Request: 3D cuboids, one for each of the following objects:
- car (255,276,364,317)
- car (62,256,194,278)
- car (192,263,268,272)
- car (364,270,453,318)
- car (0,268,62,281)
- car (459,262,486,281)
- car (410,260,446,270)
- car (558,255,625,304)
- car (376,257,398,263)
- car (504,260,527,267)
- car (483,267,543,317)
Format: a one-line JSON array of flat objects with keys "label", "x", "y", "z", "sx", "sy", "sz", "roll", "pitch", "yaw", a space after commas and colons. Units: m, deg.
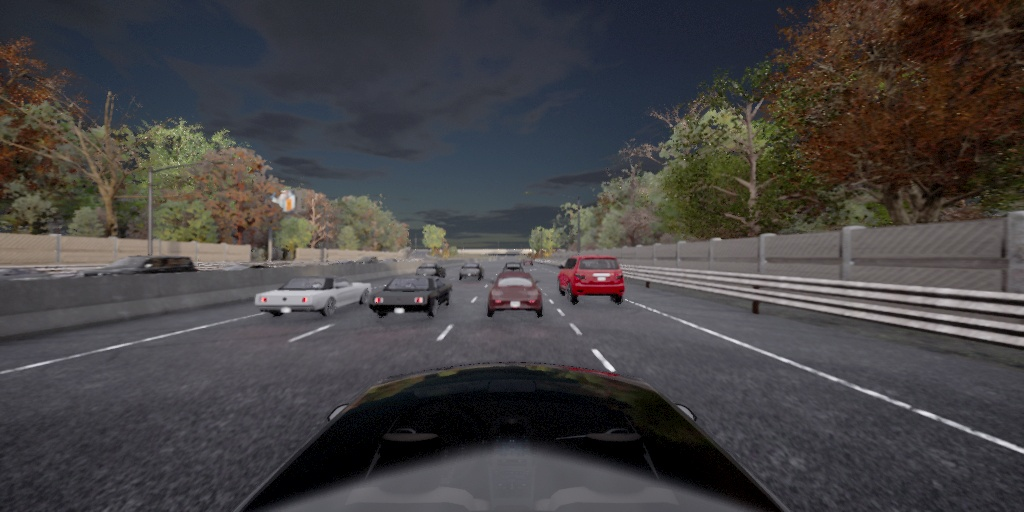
[{"label": "car", "x": -6.899, "y": 1.371, "z": 13.177, "sx": 1.895, "sy": 1.301, "sz": 4.718, "roll": 0, "pitch": 0, "yaw": 0}, {"label": "car", "x": -21.096, "y": 1.005, "z": 20.560, "sx": 2.150, "sy": 2.045, "sz": 5.566, "roll": 0, "pitch": 0, "yaw": 0}, {"label": "car", "x": -17.596, "y": 1.295, "z": 23.332, "sx": 1.837, "sy": 1.490, "sz": 4.892, "roll": 0, "pitch": 0, "yaw": 0}, {"label": "car", "x": -3.398, "y": 1.371, "z": 13.063, "sx": 1.895, "sy": 1.301, "sz": 4.718, "roll": 0, "pitch": 0, "yaw": 0}, {"label": "car", "x": -24.597, "y": 1.385, "z": 20.267, "sx": 1.895, "sy": 1.301, "sz": 4.718, "roll": 0, "pitch": 0, "yaw": 0}, {"label": "car", "x": -3.396, "y": 1.296, "z": 30.918, "sx": 2.128, "sy": 1.511, "sz": 4.902, "roll": 0, "pitch": 0, "yaw": 0}, {"label": "car", "x": -6.895, "y": 1.296, "z": 30.924, "sx": 2.128, "sy": 1.511, "sz": 4.902, "roll": 0, "pitch": 0, "yaw": 0}, {"label": "car", "x": 3.502, "y": 0.993, "z": 16.700, "sx": 2.150, "sy": 2.045, "sz": 5.566, "roll": 0, "pitch": 0, "yaw": 0}, {"label": "car", "x": -21.014, "y": 1.229, "z": 61.507, "sx": 2.097, "sy": 1.767, "sz": 4.553, "roll": 0, "pitch": 0, "yaw": 0}, {"label": "car", "x": 0.105, "y": 1.309, "z": 30.956, "sx": 1.837, "sy": 1.490, "sz": 4.892, "roll": 0, "pitch": 0, "yaw": 0}, {"label": "car", "x": 0.101, "y": 1.296, "z": 13.205, "sx": 1.812, "sy": 1.442, "sz": 4.674, "roll": 0, "pitch": 0, "yaw": 0}]
